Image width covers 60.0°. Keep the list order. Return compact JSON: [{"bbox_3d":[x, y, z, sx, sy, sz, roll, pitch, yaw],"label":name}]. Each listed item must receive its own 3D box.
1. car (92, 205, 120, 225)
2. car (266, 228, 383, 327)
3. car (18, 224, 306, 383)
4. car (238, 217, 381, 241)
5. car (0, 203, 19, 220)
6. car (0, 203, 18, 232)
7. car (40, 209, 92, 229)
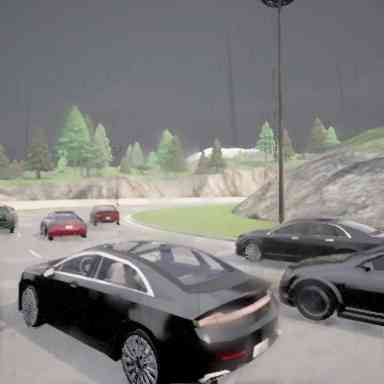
[{"bbox_3d":[-6.849,1.727,25.943,1.882,1.535,5.008,0,0,-21],"label":"car"},{"bbox_3d":[3.726,1.585,5.859,4.181,1.385,1.994,-1,-1,38],"label":"car"},{"bbox_3d":[-1.045,1.541,5.313,4.902,1.511,2.128,-1,0,41],"label":"car"},{"bbox_3d":[3.656,1.562,10.428,4.892,1.490,1.837,-1,0,41],"label":"car"},{"bbox_3d":[-19.449,1.884,33.405,2.128,1.511,4.902,0,0,-8],"label":"car"},{"bbox_3d":[-12.467,1.602,21.430,2.097,1.767,4.553,0,-1,-25],"label":"car"},{"bbox_3d":[-7.195,1.758,18.469,1.994,1.385,4.181,0,0,-30],"label":"car"}]
